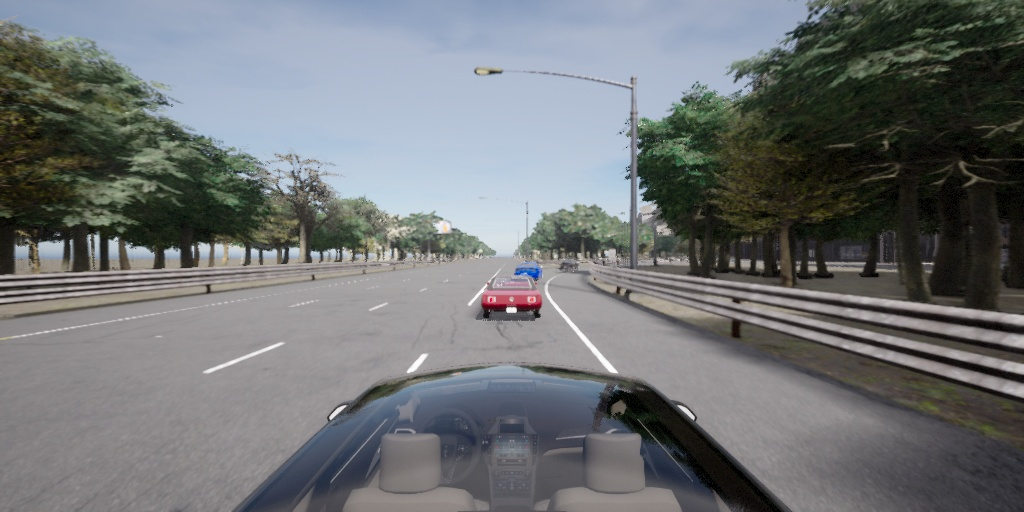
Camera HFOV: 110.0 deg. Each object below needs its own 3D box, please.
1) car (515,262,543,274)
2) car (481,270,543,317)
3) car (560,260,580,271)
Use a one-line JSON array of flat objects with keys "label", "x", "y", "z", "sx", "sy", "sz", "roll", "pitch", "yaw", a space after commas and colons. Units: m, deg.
[{"label": "car", "x": 1.465, "y": 1.246, "z": 29.601, "sx": 1.882, "sy": 1.535, "sz": 5.008, "roll": 0, "pitch": 0, "yaw": 10}, {"label": "car", "x": 0.008, "y": 1.351, "z": 13.103, "sx": 1.895, "sy": 1.301, "sz": 4.718, "roll": 0, "pitch": 0, "yaw": 0}, {"label": "car", "x": 8.245, "y": 1.258, "z": 50.806, "sx": 1.837, "sy": 1.490, "sz": 4.892, "roll": -1, "pitch": 0, "yaw": 25}]
